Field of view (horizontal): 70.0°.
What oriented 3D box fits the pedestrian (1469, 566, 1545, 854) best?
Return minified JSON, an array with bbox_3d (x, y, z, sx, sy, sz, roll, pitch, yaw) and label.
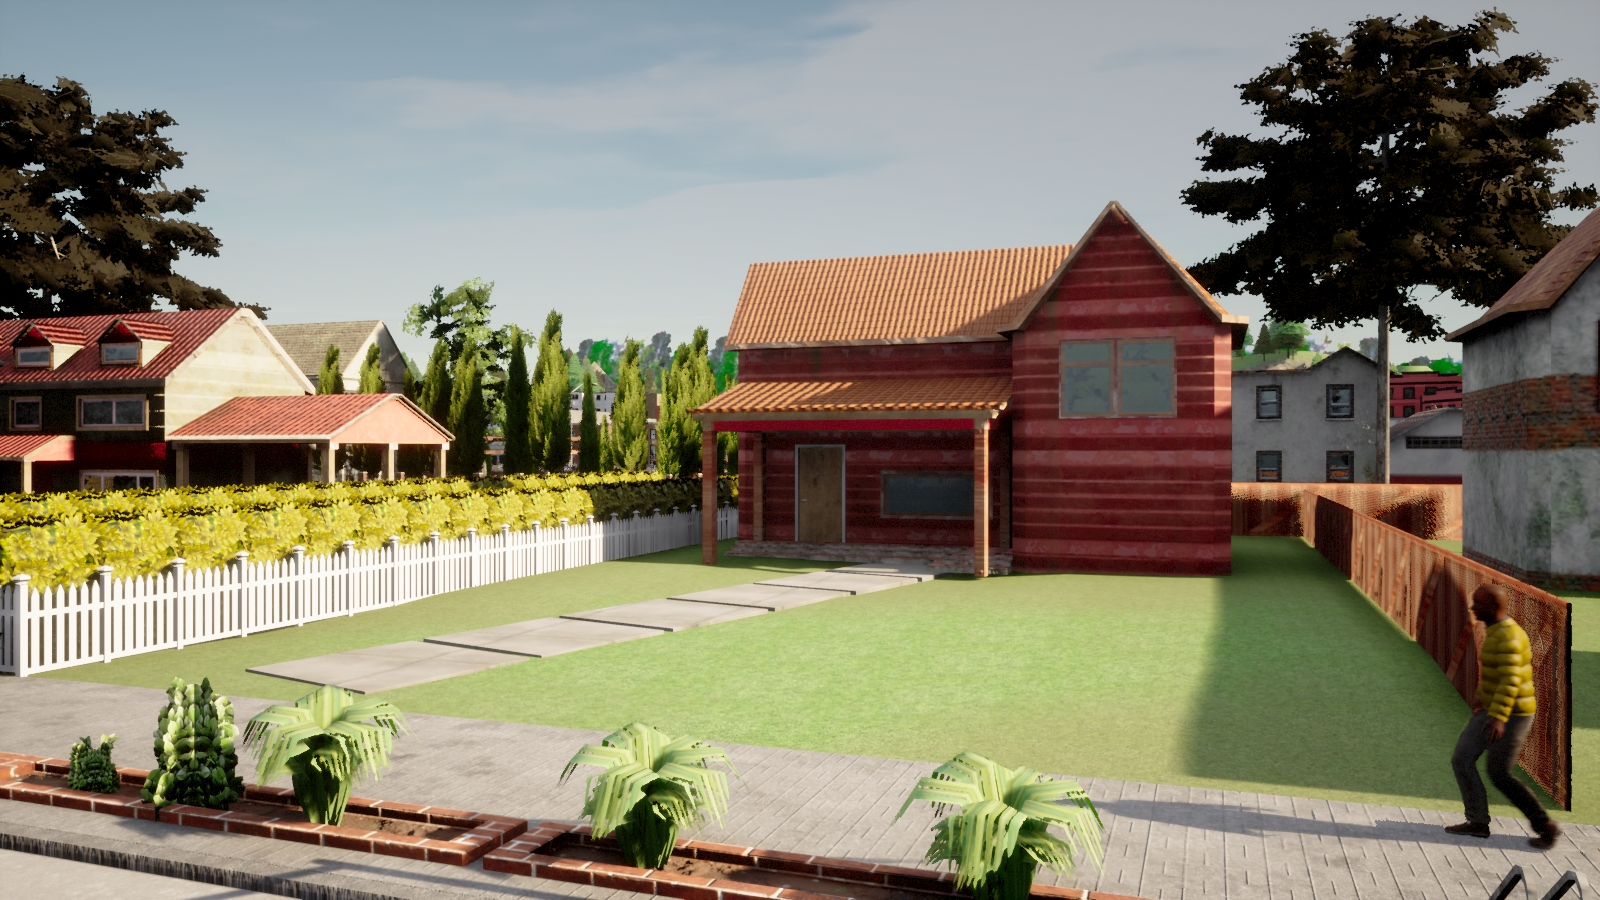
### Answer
[{"bbox_3d":[4.815,1.744,7.797,0.375,1.860,0.375,0,0,20],"label":"pedestrian"}]
